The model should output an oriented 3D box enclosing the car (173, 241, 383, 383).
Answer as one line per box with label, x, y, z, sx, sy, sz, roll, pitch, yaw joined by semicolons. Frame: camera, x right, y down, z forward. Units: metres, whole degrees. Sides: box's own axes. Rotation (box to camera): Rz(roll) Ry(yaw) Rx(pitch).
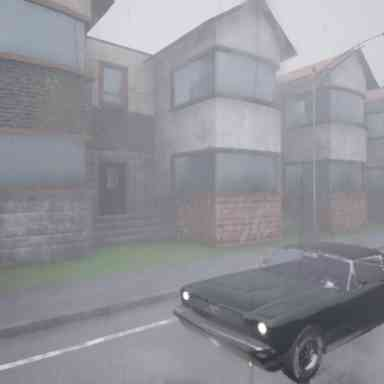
car;2.055;1.584;5.545;4.718;1.301;1.895;0;0;-37
